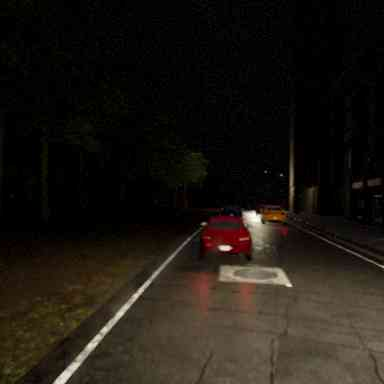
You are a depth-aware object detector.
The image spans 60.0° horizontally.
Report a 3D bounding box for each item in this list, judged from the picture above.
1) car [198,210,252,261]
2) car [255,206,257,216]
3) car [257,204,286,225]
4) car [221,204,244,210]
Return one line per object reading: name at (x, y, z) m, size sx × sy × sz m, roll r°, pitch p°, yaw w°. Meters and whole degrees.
car at (1.308, 1.630, 12.780) m, size 1.812 × 1.442 × 4.674 m, roll 1°, pitch -1°, yaw 7°
car at (9.214, 2.274, 42.944) m, size 1.882 × 1.535 × 5.008 m, roll 1°, pitch -1°, yaw 11°
car at (6.888, 1.919, 28.493) m, size 1.882 × 1.535 × 5.008 m, roll 1°, pitch -1°, yaw 9°
car at (3.725, 1.892, 30.758) m, size 1.882 × 1.535 × 5.008 m, roll 1°, pitch -1°, yaw 9°
